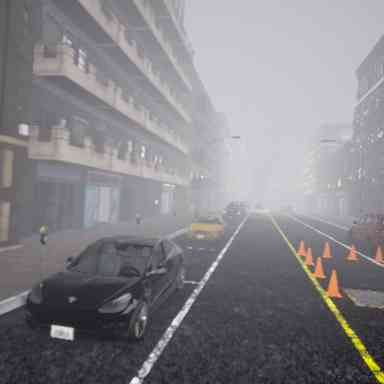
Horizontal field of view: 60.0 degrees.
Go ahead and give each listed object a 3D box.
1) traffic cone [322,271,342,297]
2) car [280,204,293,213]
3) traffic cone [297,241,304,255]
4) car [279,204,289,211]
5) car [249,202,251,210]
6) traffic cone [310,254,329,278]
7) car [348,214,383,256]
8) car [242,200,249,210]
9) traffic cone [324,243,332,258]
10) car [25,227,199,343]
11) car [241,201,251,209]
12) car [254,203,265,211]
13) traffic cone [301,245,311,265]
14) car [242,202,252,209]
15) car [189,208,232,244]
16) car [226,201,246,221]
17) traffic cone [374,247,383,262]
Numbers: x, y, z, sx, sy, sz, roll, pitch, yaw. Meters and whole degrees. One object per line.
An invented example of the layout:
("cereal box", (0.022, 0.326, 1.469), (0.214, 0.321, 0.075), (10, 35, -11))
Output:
("traffic cone", (3.488, 2.236, 8.196), (0.340, 0.580, 0.340), (3, -1, 11))
("car", (19.048, 3.264, 65.934), (1.752, 1.417, 4.829), (3, -1, 11))
("traffic cone", (4.659, 2.363, 14.079), (0.340, 0.580, 0.340), (3, -1, 11))
("car", (21.215, 3.515, 76.820), (1.887, 1.381, 4.507), (3, -1, 11))
("car", (10.822, 2.619, 67.417), (2.192, 1.841, 5.009), (3, -1, 11))
("traffic cone", (3.879, 2.278, 10.157), (0.340, 0.580, 0.340), (3, -1, 11))
("car", (9.122, 1.987, 16.030), (2.192, 1.841, 5.009), (3, -1, 11))
("car", (5.318, 2.029, 39.784), (2.192, 1.841, 5.009), (3, -1, 11))
("traffic cone", (5.639, 2.415, 13.883), (0.340, 0.580, 0.340), (3, -1, 11))
("car", (-1.301, 1.567, 6.620), (1.947, 1.339, 4.313), (3, -1, 11))
("car", (11.915, 2.861, 72.941), (1.967, 1.590, 4.097), (3, -1, 11))
("car", (13.346, 2.936, 66.397), (1.837, 1.490, 4.892), (3, -1, 11))
("traffic cone", (4.268, 2.321, 12.118), (0.340, 0.580, 0.340), (3, -1, 11))
("car", (13.010, 3.083, 78.468), (1.887, 1.381, 4.507), (3, -1, 11))
("car", (0.870, 1.761, 17.508), (1.752, 1.417, 4.829), (3, -1, 11))
("car", (4.210, 2.036, 34.256), (1.967, 1.590, 4.097), (3, -1, 11))
("traffic cone", (7.597, 2.518, 13.490), (0.340, 0.580, 0.340), (3, -1, 11))
